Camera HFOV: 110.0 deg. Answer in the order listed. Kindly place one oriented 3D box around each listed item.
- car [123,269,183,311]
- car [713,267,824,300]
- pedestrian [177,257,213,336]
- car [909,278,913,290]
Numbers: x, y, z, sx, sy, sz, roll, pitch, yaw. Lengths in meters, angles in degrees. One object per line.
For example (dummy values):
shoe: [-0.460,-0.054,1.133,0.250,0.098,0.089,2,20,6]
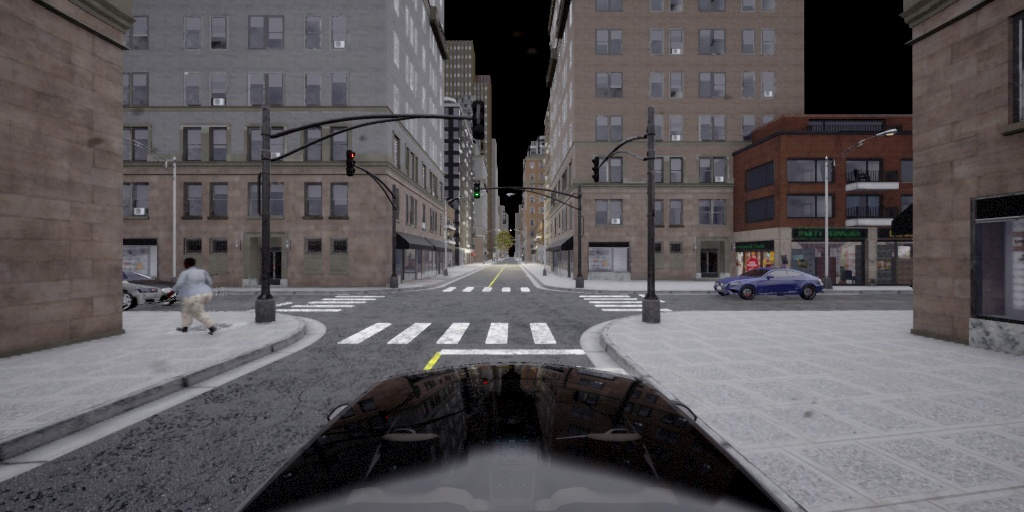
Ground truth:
car: [-15.569,1.253,13.866,4.902,1.511,2.128,0,0,0]
car: [12.137,1.262,17.065,4.674,1.442,1.812,0,0,-2]
pedestrian: [-7.350,0.892,8.315,0.375,1.860,0.375,0,0,0]
car: [22.085,1.321,17.067,4.718,1.301,1.895,0,0,0]
